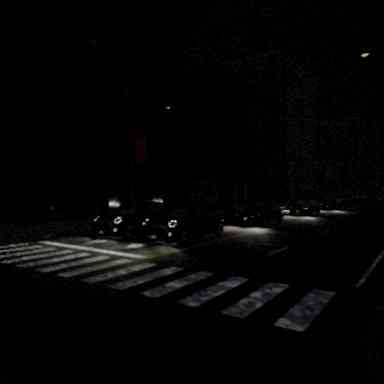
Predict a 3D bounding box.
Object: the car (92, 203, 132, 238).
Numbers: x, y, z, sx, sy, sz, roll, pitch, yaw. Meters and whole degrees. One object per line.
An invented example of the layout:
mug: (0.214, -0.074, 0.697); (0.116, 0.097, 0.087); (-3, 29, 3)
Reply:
car: (-3.081, 1.341, 17.817); (2.097, 1.767, 4.553); (0, 0, 36)

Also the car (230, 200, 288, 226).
car: (4.801, 1.450, 23.260); (1.837, 1.490, 4.892); (0, 0, 36)

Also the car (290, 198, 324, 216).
car: (10.790, 1.432, 31.643); (1.812, 1.442, 4.674); (0, 0, 36)

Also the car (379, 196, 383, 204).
car: (33.396, 1.313, 57.361); (2.033, 1.411, 5.357); (0, 0, 34)

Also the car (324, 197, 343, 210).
car: (16.865, 1.371, 40.121); (1.837, 1.490, 4.892); (0, 0, 34)

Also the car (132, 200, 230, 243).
car: (-0.365, 1.330, 16.026); (2.097, 1.767, 4.553); (0, 0, 36)

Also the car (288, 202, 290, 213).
car: (7.363, 1.469, 32.445); (2.033, 1.411, 5.357); (0, 0, 36)

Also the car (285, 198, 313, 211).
car: (13.096, 1.448, 40.415); (1.994, 1.385, 4.181); (0, 0, 36)

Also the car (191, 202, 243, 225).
car: (1.938, 1.521, 24.854); (1.994, 1.385, 4.181); (0, 0, 35)
